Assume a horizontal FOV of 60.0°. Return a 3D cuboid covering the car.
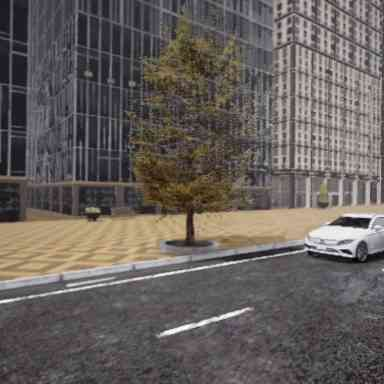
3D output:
[{"bbox_3d":[6.037,1.495,11.937,4.674,1.442,1.812,0,0,-35],"label":"car"}]
